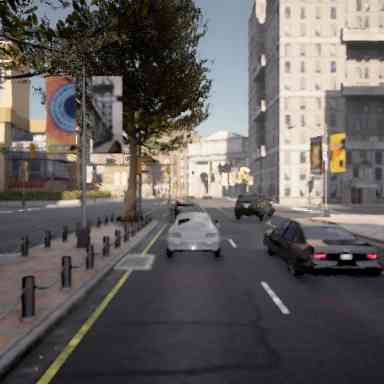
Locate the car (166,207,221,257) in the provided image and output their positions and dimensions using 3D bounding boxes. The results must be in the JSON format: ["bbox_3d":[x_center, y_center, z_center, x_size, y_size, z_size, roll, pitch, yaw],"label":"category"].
[{"bbox_3d":[0.062,1.496,12.681,1.812,1.442,4.674,0,0,1],"label":"car"}]

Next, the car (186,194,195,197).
[{"bbox_3d":[-0.411,1.200,89.746,1.895,1.301,4.718,0,0,-8],"label":"car"}]

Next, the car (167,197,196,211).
[{"bbox_3d":[-0.920,1.425,28.730,2.128,1.511,4.902,0,0,-13],"label":"car"}]

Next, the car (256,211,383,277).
[{"bbox_3d":[3.541,1.524,10.098,2.033,1.411,5.357,0,0,1],"label":"car"}]

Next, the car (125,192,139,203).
[{"bbox_3d":[-11.515,1.070,64.520,2.150,2.045,5.566,0,0,0],"label":"car"}]

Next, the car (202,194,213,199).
[{"bbox_3d":[4.174,1.297,89.774,1.895,1.301,4.718,0,0,20],"label":"car"}]

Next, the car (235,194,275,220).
[{"bbox_3d":[5.220,1.159,27.410,2.150,2.045,5.566,-1,0,25],"label":"car"}]
